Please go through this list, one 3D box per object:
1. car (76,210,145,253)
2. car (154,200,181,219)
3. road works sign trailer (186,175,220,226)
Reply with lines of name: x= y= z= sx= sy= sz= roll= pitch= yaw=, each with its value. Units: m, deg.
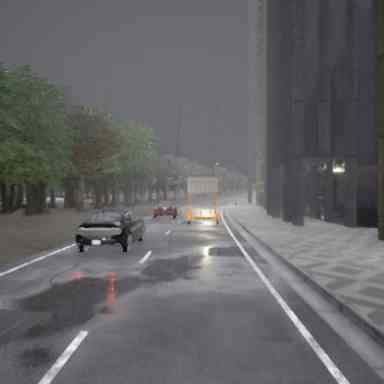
car: x=-3.138 y=1.484 z=13.604 sx=2.128 sy=1.511 sz=4.902 roll=0 pitch=0 yaw=2
car: x=-2.261 y=1.512 z=31.562 sx=2.097 sy=1.767 sz=4.553 roll=0 pitch=-1 yaw=4
road works sign trailer: x=0.779 y=0.550 z=24.301 sx=2.380 sy=3.560 sz=2.880 roll=0 pitch=-1 yaw=-2
